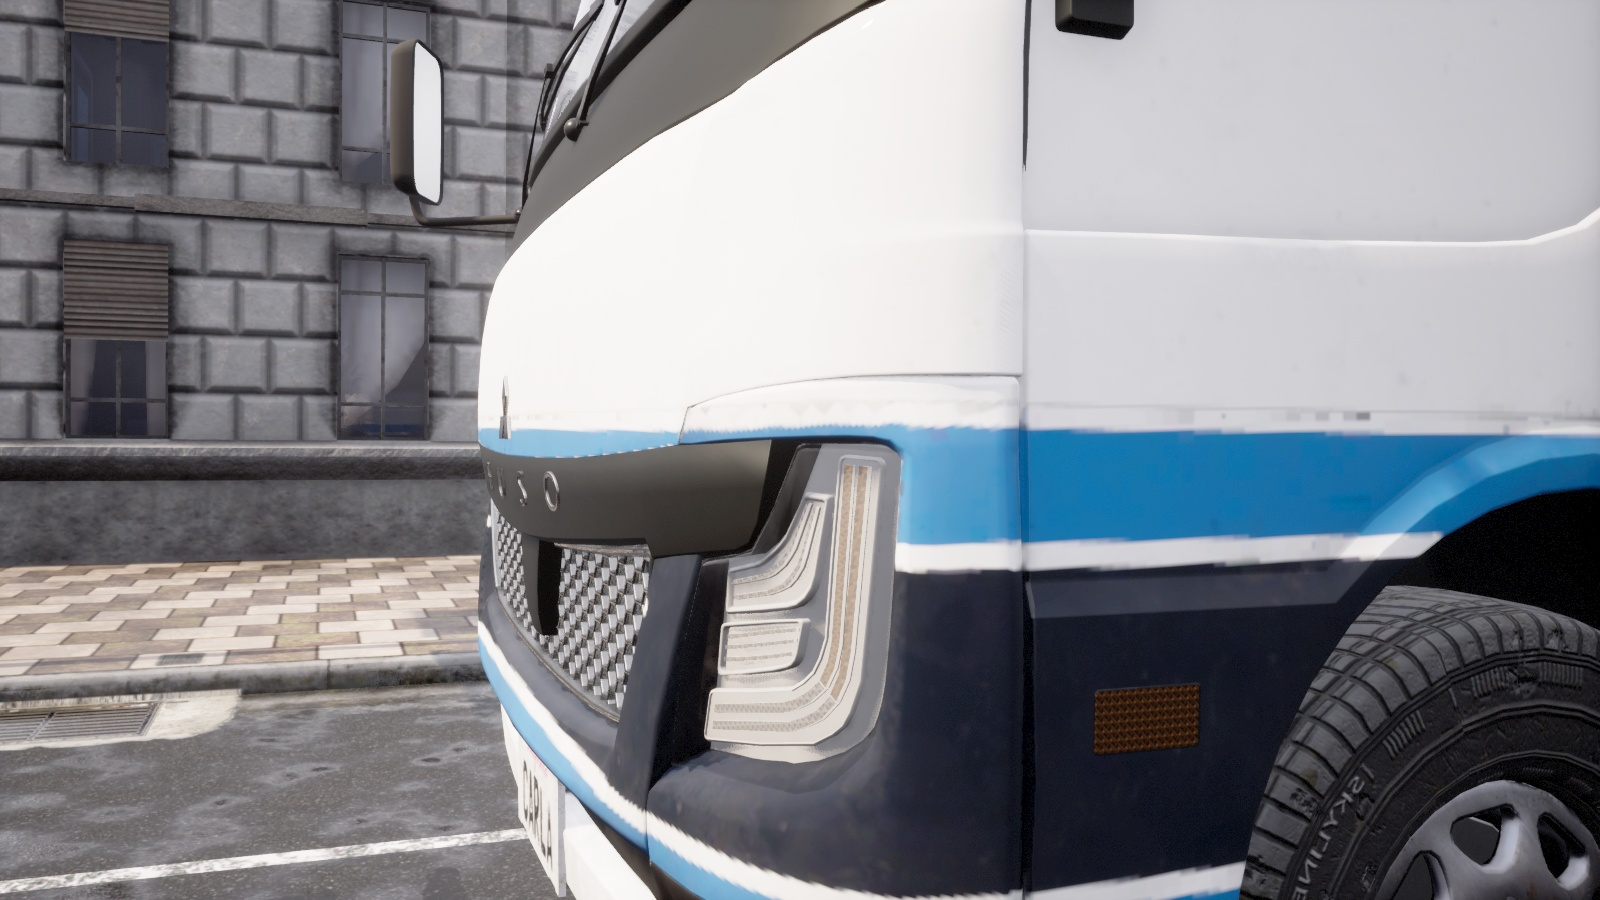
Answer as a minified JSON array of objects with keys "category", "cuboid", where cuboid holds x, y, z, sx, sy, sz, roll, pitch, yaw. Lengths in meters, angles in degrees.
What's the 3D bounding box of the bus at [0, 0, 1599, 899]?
[{"category":"bus","cuboid":[3.496,-0.691,4.578,10.273,4.253,3.944,-1,1,-21]}]
